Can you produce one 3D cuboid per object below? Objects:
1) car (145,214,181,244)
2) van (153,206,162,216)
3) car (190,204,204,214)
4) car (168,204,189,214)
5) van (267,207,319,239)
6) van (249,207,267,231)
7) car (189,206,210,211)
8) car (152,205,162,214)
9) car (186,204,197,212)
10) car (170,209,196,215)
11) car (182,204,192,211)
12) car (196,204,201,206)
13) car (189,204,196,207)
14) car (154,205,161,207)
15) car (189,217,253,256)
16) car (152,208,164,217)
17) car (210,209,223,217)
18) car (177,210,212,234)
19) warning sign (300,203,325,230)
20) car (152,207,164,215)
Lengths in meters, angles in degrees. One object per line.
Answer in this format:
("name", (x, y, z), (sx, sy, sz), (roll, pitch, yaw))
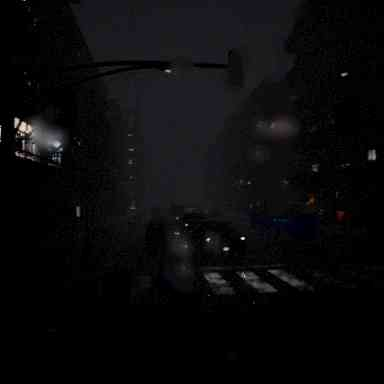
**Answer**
("car", (-1.888, 2.282, 20.063), (1.802, 1.307, 4.206), (-2, -2, -6))
("van", (-6.699, 3.582, 64.603), (1.690, 1.788, 3.998), (-2, -2, -6))
("car", (1.000, 3.592, 71.042), (2.192, 1.841, 5.009), (-2, -2, -6))
("car", (-2.125, 2.780, 46.578), (2.150, 2.045, 5.566), (-1, -2, -6))
("van", (6.403, 1.886, 20.942), (1.690, 1.788, 3.998), (-2, -2, -6))
("van", (5.804, 2.078, 26.509), (1.690, 1.788, 3.998), (-2, -2, -6))
("car", (0.937, 3.126, 47.644), (1.895, 1.301, 4.718), (-1, -2, -6))
("car", (-7.923, 3.942, 75.734), (2.192, 1.841, 5.009), (-2, -2, -6))
("car", (-0.201, 3.978, 82.175), (2.192, 1.841, 5.009), (-2, -2, -6))
("car", (-1.007, 2.790, 35.872), (1.895, 1.301, 4.718), (-1, -2, -6))
("car", (-1.401, 4.364, 93.308), (2.192, 1.841, 5.009), (-2, -2, -6))
("car", (2.190, 3.423, 60.071), (1.752, 1.417, 4.829), (-2, -2, -6))
("car", (-0.427, 3.184, 60.259), (2.150, 2.045, 5.566), (-1, -2, -6))
("car", (-5.495, 3.295, 53.467), (1.967, 1.590, 4.097), (-2, -2, -6))
("car", (1.164, 2.097, 15.802), (1.895, 1.301, 4.718), (-1, -2, -6))
("car", (-6.091, 3.599, 59.030), (2.008, 1.369, 4.403), (-2, -2, -6))
("car", (3.411, 3.088, 48.768), (1.802, 1.307, 4.206), (-2, -2, -6))
("car", (0.085, 2.369, 25.851), (1.812, 1.442, 4.674), (-1, -2, -7))
("warning sign", (8.525, 1.699, 23.631), (1.300, 1.860, 1.060), (0, -1, -6))
("car", (-4.890, 3.245, 47.896), (1.802, 1.307, 4.206), (-2, -2, -6))
